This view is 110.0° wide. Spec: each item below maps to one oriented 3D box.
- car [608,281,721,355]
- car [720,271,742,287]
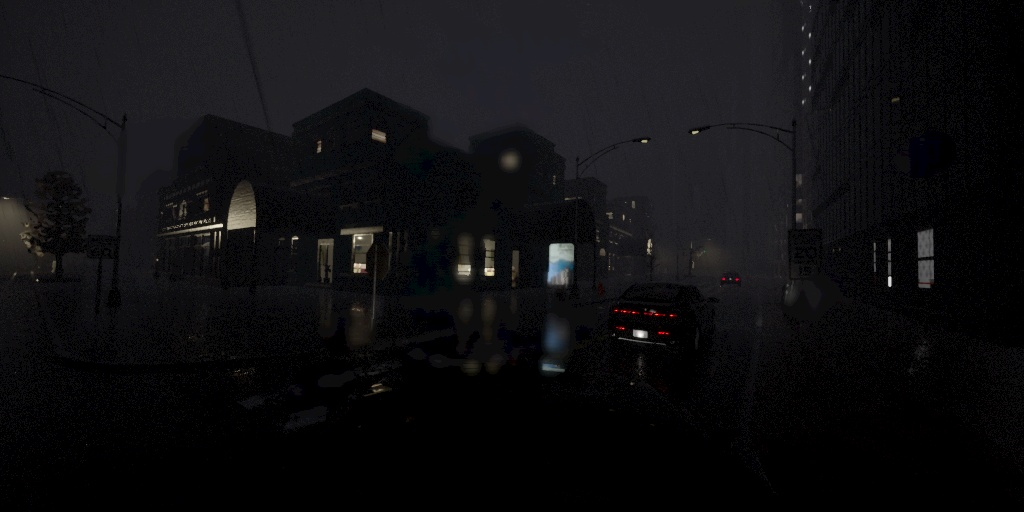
[{"bbox_3d":[4.068,1.431,9.392,1.837,1.490,4.892,0,-2,36],"label":"car"},{"bbox_3d":[23.097,2.420,37.822,2.033,1.411,5.357,0,-1,32],"label":"car"}]
